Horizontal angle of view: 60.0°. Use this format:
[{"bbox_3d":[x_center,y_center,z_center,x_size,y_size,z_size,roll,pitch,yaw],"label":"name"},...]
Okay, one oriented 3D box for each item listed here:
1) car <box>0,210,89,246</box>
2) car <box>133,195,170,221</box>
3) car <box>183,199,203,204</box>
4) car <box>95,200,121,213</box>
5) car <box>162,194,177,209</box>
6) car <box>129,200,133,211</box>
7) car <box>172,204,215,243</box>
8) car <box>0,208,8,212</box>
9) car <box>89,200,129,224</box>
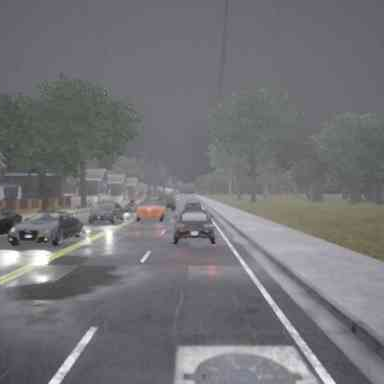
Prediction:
[{"bbox_3d":[-6.545,1.592,15.328,1.994,1.385,4.181,0,0,1],"label":"car"},{"bbox_3d":[-3.232,1.402,27.465,2.097,1.767,4.553,0,0,0],"label":"car"},{"bbox_3d":[0.111,1.575,37.321,1.837,1.490,4.892,0,0,0],"label":"car"},{"bbox_3d":[-9.739,1.638,38.827,1.994,1.385,4.181,0,0,0],"label":"car"},{"bbox_3d":[-3.179,1.302,42.586,2.150,2.045,5.566,0,0,1],"label":"car"},{"bbox_3d":[-6.490,1.599,38.819,1.812,1.442,4.674,0,0,0],"label":"car"},{"bbox_3d":[0.107,1.555,16.202,1.812,1.442,4.674,0,0,0],"label":"car"},{"bbox_3d":[-9.788,1.520,15.525,2.128,1.511,4.902,0,0,1],"label":"car"},{"bbox_3d":[-6.505,1.552,25.715,1.837,1.490,4.892,0,0,1],"label":"car"}]
